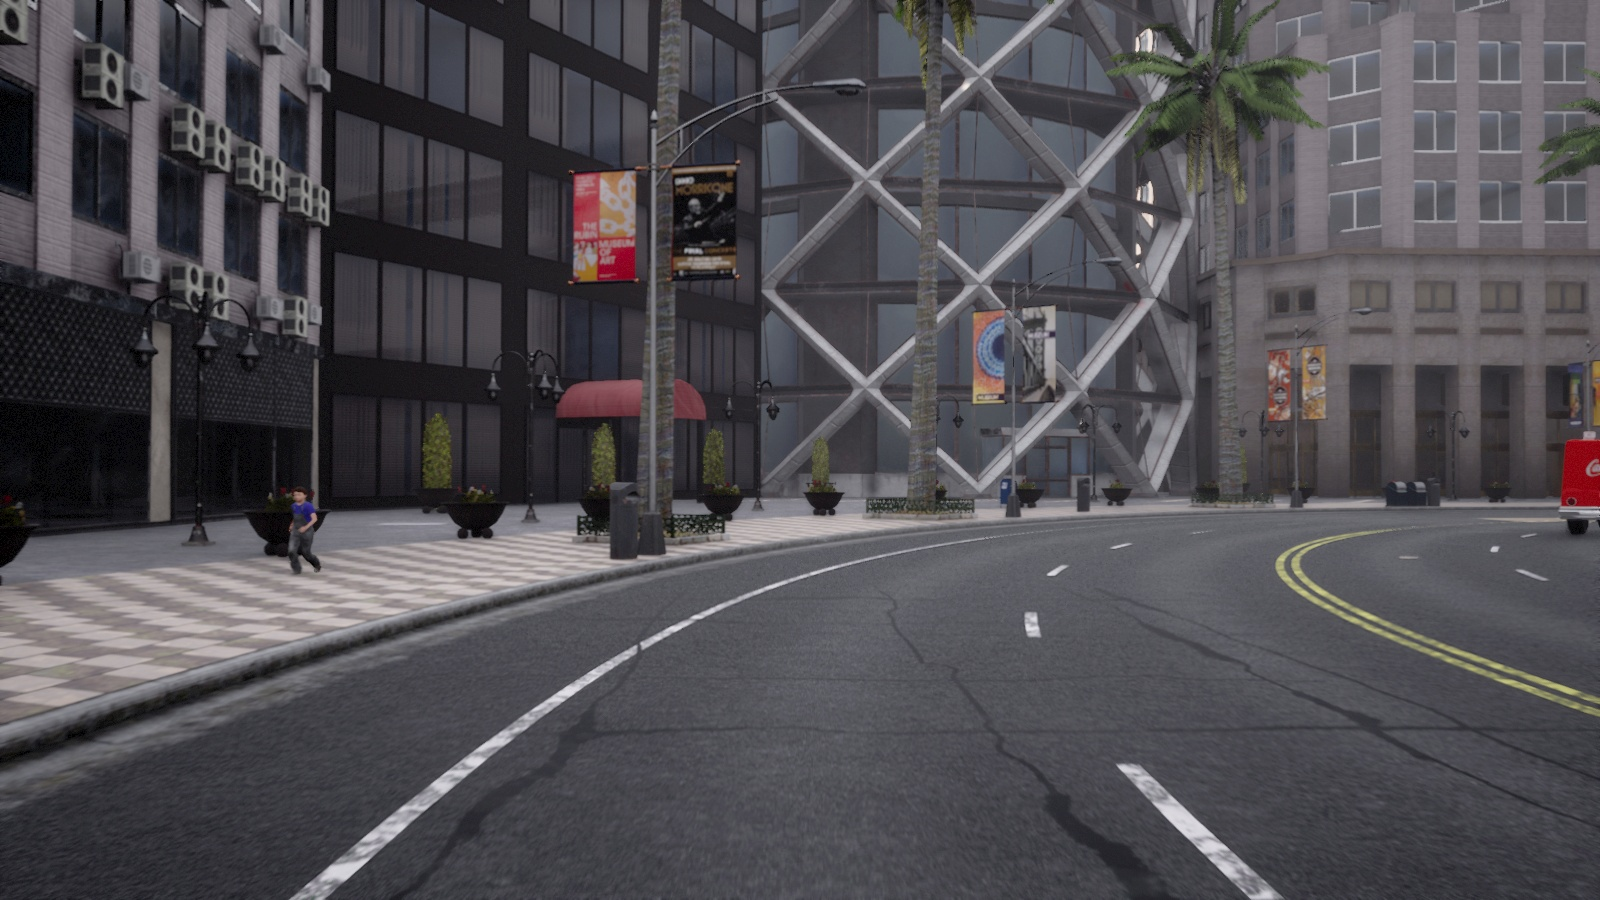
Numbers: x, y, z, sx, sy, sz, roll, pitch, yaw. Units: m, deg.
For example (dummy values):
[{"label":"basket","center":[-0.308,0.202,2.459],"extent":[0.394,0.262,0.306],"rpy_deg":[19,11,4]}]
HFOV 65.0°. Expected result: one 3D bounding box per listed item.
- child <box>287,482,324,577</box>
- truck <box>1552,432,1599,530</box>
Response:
[{"label":"child","center":[-6.650,1.061,16.889],"extent":[0.270,1.263,0.437],"rpy_deg":[0,-1,9]},{"label":"truck","center":[22.001,0.794,33.083],"extent":[2.627,2.467,5.204],"rpy_deg":[-1,-2,44]}]
